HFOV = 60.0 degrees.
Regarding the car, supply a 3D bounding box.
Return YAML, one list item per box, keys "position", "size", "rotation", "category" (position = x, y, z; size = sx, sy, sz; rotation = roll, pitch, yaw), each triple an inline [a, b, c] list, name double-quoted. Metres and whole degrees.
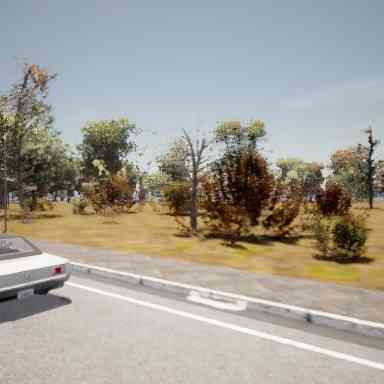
- position: [-4.896, 1.602, 7.488]
  size: [4.718, 1.301, 1.895]
  rotation: [0, 0, 36]
  category: "car"
